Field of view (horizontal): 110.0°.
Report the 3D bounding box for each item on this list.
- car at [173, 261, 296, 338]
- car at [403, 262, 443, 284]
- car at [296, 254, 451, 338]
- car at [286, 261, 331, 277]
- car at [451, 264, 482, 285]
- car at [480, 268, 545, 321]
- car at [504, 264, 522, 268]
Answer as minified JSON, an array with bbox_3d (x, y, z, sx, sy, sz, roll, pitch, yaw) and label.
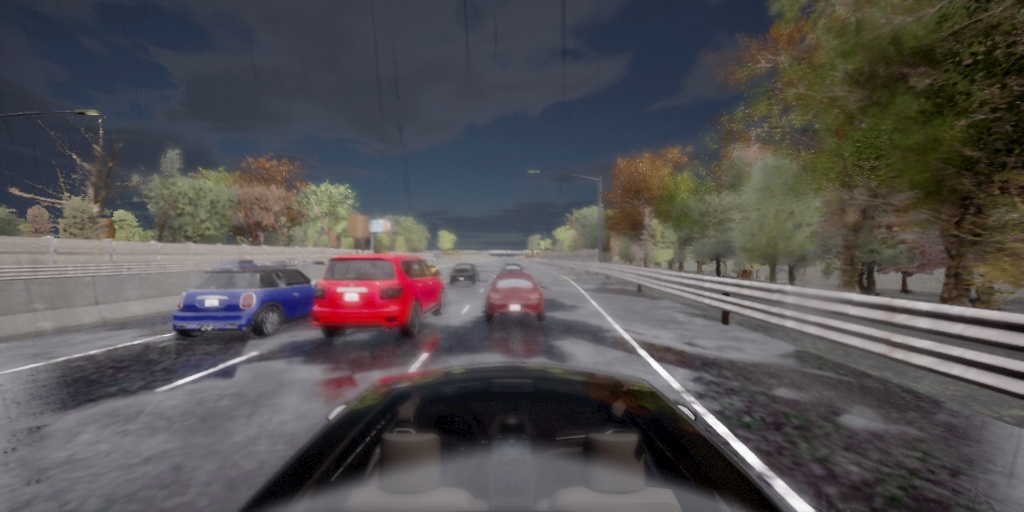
[{"bbox_3d":[-6.908,1.115,10.398,2.097,1.767,4.553,0,0,0],"label":"car"},{"bbox_3d":[-6.905,1.275,28.310,1.882,1.535,5.008,0,0,0],"label":"car"},{"bbox_3d":[-3.406,0.984,10.331,2.150,2.045,5.566,0,0,0],"label":"car"},{"bbox_3d":[-21.087,1.324,37.420,1.837,1.490,4.892,0,0,0],"label":"car"},{"bbox_3d":[-3.406,1.300,26.707,1.837,1.490,4.892,0,0,0],"label":"car"},{"bbox_3d":[0.095,1.293,12.363,1.812,1.442,4.674,0,0,0],"label":"car"},{"bbox_3d":[0.095,1.322,27.705,1.812,1.442,4.674,0,0,0],"label":"car"}]
